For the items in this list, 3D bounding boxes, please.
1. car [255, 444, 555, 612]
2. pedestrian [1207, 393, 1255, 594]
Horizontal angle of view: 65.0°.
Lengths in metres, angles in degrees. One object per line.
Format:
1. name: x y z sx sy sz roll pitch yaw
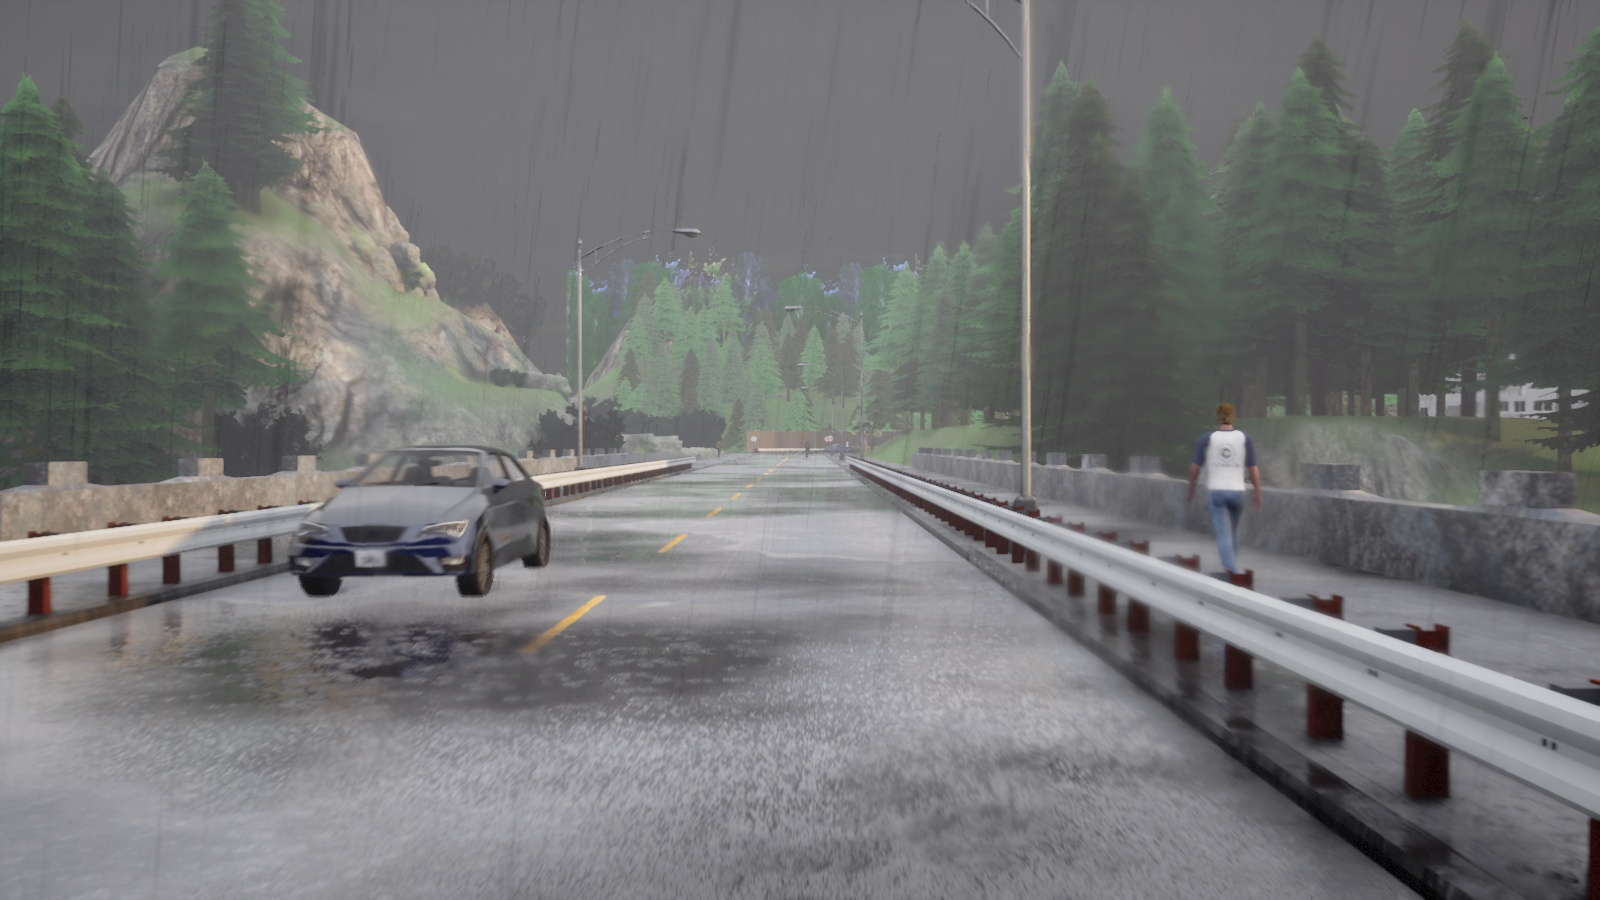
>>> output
1. car: -3.907 0.682 13.216 1.816 1.474 4.193 0 0 0
2. pedestrian: 4.061 0.393 11.846 0.354 1.836 0.706 0 0 13
